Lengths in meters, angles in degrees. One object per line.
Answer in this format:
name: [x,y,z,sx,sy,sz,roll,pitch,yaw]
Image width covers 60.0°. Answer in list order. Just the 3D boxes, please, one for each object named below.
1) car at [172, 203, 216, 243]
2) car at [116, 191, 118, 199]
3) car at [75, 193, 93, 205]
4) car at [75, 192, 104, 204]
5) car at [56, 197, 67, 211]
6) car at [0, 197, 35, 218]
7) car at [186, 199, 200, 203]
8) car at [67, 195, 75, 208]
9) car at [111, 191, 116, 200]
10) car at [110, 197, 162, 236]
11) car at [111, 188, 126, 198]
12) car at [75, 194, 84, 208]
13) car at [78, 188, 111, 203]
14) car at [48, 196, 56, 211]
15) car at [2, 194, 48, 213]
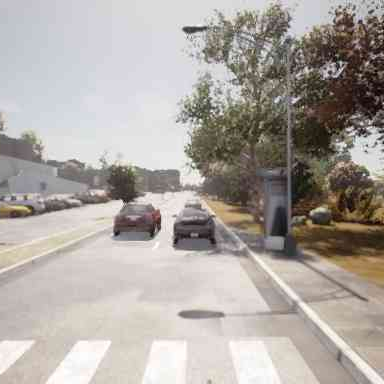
car: [0.103,1.521,16.134,1.837,1.490,4.892,0,0,0]
car: [-16.974,1.063,61.115,5.366,1.575,1.946,-1,1,-20]
car: [-16.806,1.274,46.179,5.008,1.535,2.097,-1,1,-20]
car: [-16.782,1.214,52.195,4.792,1.488,2.163,-1,1,-20]
car: [-16.822,1.435,37.180,4.674,1.452,2.002,-1,0,-20]
car: [-16.655,1.465,28.228,5.366,1.575,1.946,-1,0,-20]
car: [0.106,1.477,34.417,2.033,1.411,5.357,0,1,0]
car: [-16.850,1.231,40.166,4.553,1.767,2.185,-1,1,-20]
car: [-16.629,1.094,58.249,5.366,1.575,1.946,-1,1,-20]
car: [-2.897,1.365,18.587,2.097,1.767,4.553,0,0,0]
car: [-16.824,0.740,67.163,5.566,2.045,2.435,-1,1,-20]
car: [-16.818,1.357,43.179,4.674,1.452,2.002,-1,1,-20]
car: [-16.785,0.891,55.194,5.566,2.045,2.435,-1,1,-20]
car: [-16.848,1.453,34.155,4.792,1.488,2.163,-1,1,-20]
car: [-16.853,1.199,31.153,5.566,2.045,2.435,-1,1,-20]
